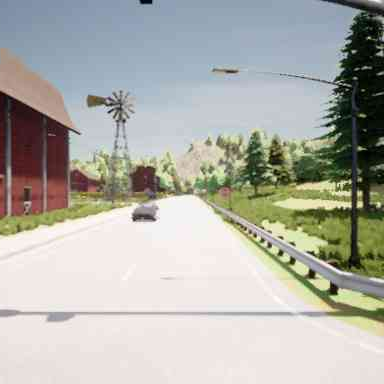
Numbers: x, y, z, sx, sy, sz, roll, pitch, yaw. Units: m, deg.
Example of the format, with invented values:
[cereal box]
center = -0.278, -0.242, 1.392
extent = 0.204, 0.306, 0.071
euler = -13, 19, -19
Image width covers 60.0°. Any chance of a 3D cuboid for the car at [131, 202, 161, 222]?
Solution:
[car]
center = -3.506, 1.531, 26.320
extent = 2.033, 1.411, 5.357
euler = 0, 0, 0
